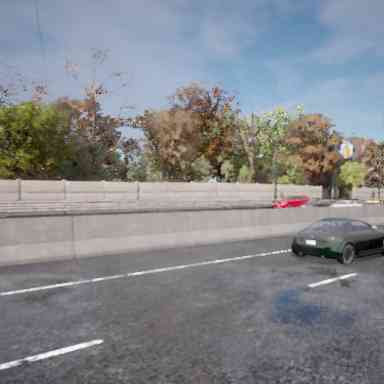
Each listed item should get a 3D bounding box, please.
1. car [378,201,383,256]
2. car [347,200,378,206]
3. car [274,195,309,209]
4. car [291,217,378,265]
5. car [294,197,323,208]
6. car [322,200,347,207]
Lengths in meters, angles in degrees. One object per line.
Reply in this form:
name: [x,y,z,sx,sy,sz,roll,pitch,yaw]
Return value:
car: [7.713,1.274,9.255,5.566,2.045,2.150,0,0,-36]
car: [18.627,1.644,34.485,5.008,1.535,1.882,1,0,-35]
car: [13.243,1.394,43.536,5.566,2.045,2.150,1,0,-35]
car: [5.499,1.616,11.974,4.181,1.385,1.994,0,0,-36]
car: [15.243,1.662,40.662,4.902,1.511,2.128,0,0,-35]
car: [17.321,1.696,37.848,4.674,1.442,1.812,0,0,-35]
